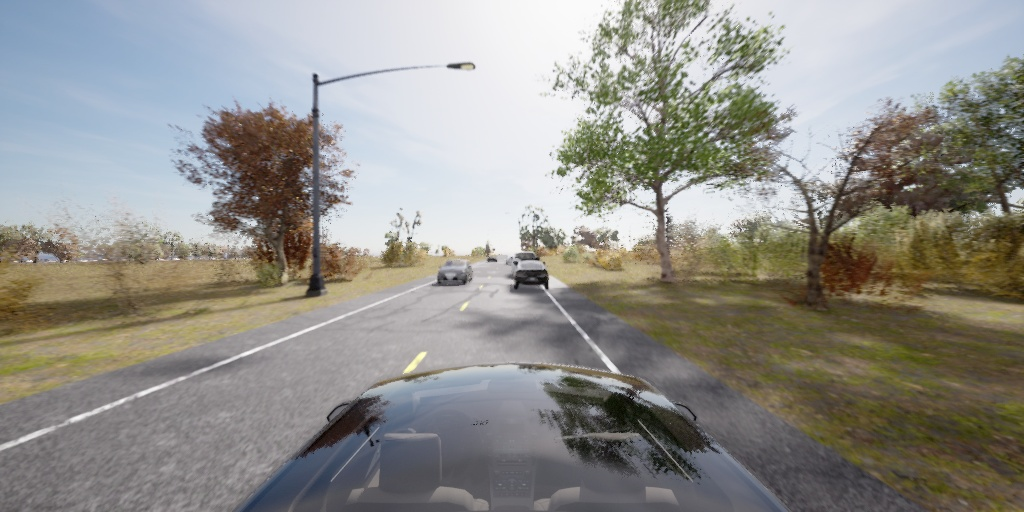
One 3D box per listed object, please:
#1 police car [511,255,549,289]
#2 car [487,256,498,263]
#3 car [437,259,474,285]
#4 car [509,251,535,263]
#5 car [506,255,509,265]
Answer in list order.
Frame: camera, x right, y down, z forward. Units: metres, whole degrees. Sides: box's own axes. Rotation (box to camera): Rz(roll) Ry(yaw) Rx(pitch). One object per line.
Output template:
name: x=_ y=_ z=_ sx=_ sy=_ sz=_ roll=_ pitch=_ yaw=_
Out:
police car: x=1.047 y=0.941 z=20.921 sx=1.930 sy=1.638 sz=5.238 roll=0 pitch=1 yaw=0
car: x=-3.522 y=0.601 z=64.577 sx=1.895 sy=1.301 sz=4.718 roll=0 pitch=1 yaw=0
car: x=-3.595 y=0.978 z=23.323 sx=2.128 sy=1.511 sz=4.902 roll=0 pitch=1 yaw=0
car: x=1.046 y=0.619 z=30.840 sx=2.150 sy=2.045 sz=5.566 roll=0 pitch=1 yaw=0
car: x=0.010 y=0.596 z=57.086 sx=1.812 sy=1.442 sz=4.674 roll=0 pitch=1 yaw=0
